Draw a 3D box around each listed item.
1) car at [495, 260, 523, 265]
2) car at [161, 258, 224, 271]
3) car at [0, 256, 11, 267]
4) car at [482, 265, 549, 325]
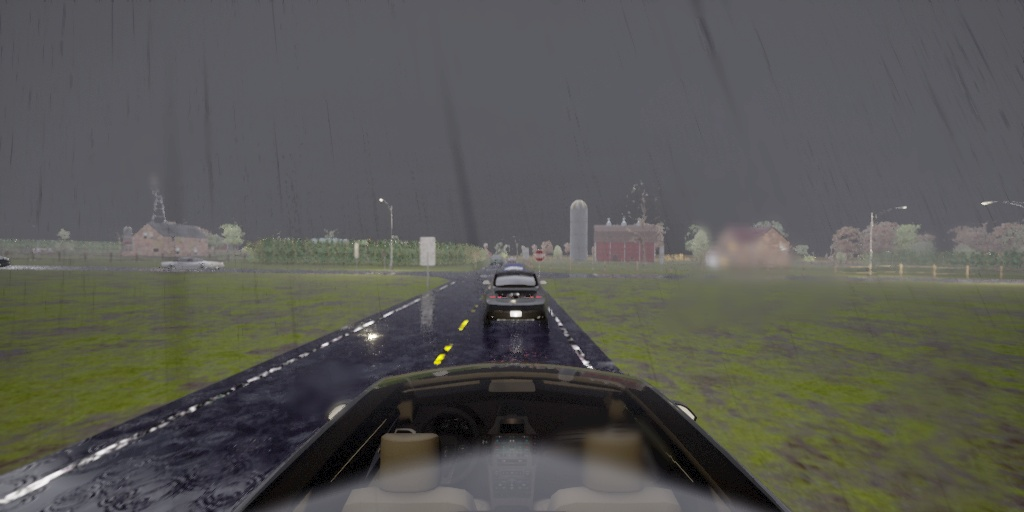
[{"bbox_3d":[0.139,1.183,22.095,1.812,1.442,4.674,0,0,1],"label":"car"},{"bbox_3d":[-30.720,0.794,34.667,4.718,1.301,1.895,1,1,0],"label":"car"},{"bbox_3d":[-51.833,0.220,34.675,4.553,1.767,2.097,1,1,0],"label":"car"},{"bbox_3d":[0.097,1.210,11.605,1.837,1.490,4.892,0,1,0],"label":"car"}]
